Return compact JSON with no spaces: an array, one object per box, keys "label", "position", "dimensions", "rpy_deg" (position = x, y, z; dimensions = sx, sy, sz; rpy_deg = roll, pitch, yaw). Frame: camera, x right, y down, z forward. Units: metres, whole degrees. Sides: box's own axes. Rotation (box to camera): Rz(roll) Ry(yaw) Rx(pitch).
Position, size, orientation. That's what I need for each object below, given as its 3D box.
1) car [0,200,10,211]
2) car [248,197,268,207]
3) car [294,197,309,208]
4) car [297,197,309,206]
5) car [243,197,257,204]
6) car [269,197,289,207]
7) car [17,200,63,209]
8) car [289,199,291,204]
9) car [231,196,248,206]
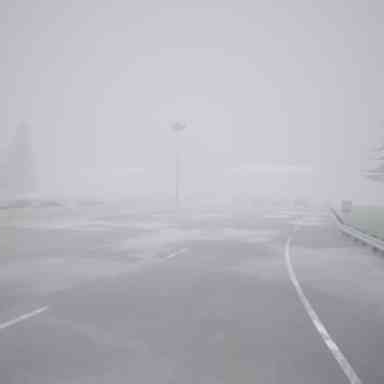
[{"label":"car","position":[-17.235,1.442,32.530],"dimensions":[1.882,1.535,5.008],"rpy_deg":[0,0,21]},{"label":"car","position":[11.558,1.758,58.203],"dimensions":[1.837,1.490,4.892],"rpy_deg":[0,0,21]},{"label":"car","position":[18.084,1.794,55.669],"dimensions":[1.837,1.490,4.892],"rpy_deg":[0,0,21]},{"label":"car","position":[21.854,1.810,65.383],"dimensions":[2.128,1.511,4.902],"rpy_deg":[0,0,21]},{"label":"car","position":[12.066,1.773,69.183],"dimensions":[1.994,1.385,4.181],"rpy_deg":[0,0,21]},{"label":"car","position":[14.971,1.838,57.324],"dimensions":[1.994,1.385,4.181],"rpy_deg":[0,0,21]},{"label":"car","position":[-13.961,1.508,31.269],"dimensions":[1.812,1.442,4.674],"rpy_deg":[0,0,21]},{"label":"car","position":[18.592,1.790,66.650],"dimensions":[1.812,1.442,4.674],"rpy_deg":[0,0,21]},{"label":"car","position":[8.424,1.590,59.799],"dimensions":[2.097,1.767,4.553],"rpy_deg":[0,0,21]}]
